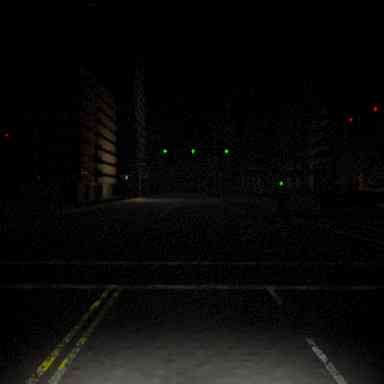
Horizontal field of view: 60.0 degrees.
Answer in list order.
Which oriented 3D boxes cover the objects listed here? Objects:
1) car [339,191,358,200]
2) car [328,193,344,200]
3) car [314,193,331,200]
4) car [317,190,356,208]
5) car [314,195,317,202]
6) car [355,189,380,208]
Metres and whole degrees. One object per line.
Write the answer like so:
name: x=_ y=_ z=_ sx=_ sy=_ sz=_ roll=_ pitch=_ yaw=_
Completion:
car: x=33.479 y=0.650 z=71.250 sx=1.932 sy=1.855 sz=4.605 roll=0 pitch=0 yaw=0
car: x=30.796 y=0.861 z=71.192 sx=1.784 sy=1.438 sz=3.905 roll=0 pitch=0 yaw=0
car: x=27.901 y=0.892 z=71.184 sx=1.970 sy=1.475 sz=3.806 roll=0 pitch=0 yaw=0
car: x=16.636 y=0.880 z=38.633 sx=1.932 sy=1.855 sz=4.605 roll=0 pitch=0 yaw=0
car: x=22.181 y=0.999 z=56.064 sx=1.970 sy=1.475 sz=3.806 roll=0 pitch=0 yaw=0
car: x=19.530 y=0.883 z=38.588 sx=1.905 sy=1.878 sz=3.866 roll=0 pitch=0 yaw=0
